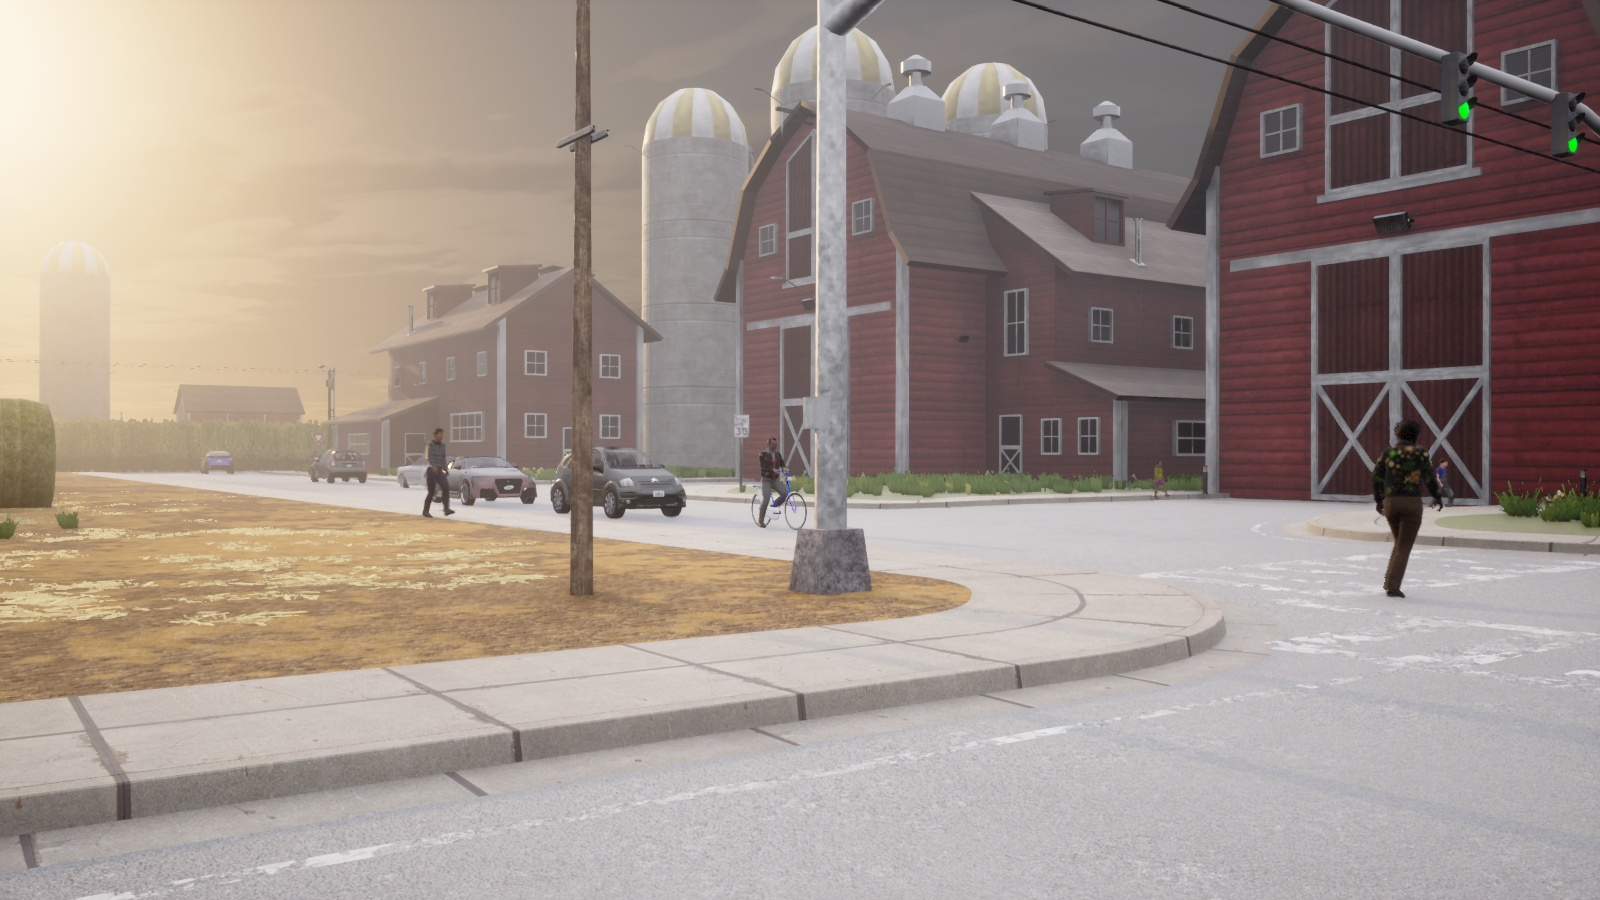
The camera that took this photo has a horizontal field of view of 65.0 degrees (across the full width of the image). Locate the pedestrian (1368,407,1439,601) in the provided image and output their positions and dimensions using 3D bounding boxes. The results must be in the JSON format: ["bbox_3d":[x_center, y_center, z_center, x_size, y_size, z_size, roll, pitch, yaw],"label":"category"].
[{"bbox_3d":[6.170,0.538,12.836,0.692,1.930,0.395,0,0,-40],"label":"pedestrian"}]

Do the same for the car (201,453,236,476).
[{"bbox_3d":[-38.830,0.954,83.797,2.007,1.525,4.514,0,0,-27],"label":"car"}]

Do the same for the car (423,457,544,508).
[{"bbox_3d":[-9.154,0.890,36.138,1.994,1.385,4.181,0,0,-36],"label":"car"}]

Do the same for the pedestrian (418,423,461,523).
[{"bbox_3d":[-7.181,0.455,25.002,0.788,1.949,0.423,0,0,34],"label":"pedestrian"}]

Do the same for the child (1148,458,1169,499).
[{"bbox_3d":[10.164,0.795,35.576,0.299,1.160,0.473,0,0,-37],"label":"child"}]

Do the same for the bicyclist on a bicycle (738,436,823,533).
[{"bbox_3d":[-0.399,0.641,24.027,0.659,1.776,1.843,-1,0,-36],"label":"bicyclist on a bicycle"}]

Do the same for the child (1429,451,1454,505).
[{"bbox_3d":[15.015,0.656,29.403,0.270,1.263,0.437,0,0,-27],"label":"child"}]

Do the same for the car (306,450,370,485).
[{"bbox_3d":[-22.122,0.810,60.025,1.851,1.617,3.988,0,0,-36],"label":"car"}]

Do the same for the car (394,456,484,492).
[{"bbox_3d":[-14.121,0.925,48.956,1.895,1.301,4.718,-1,0,-36],"label":"car"}]

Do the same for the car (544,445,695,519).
[{"bbox_3d":[-4.279,0.697,29.392,1.851,1.617,3.988,0,0,-36],"label":"car"}]
